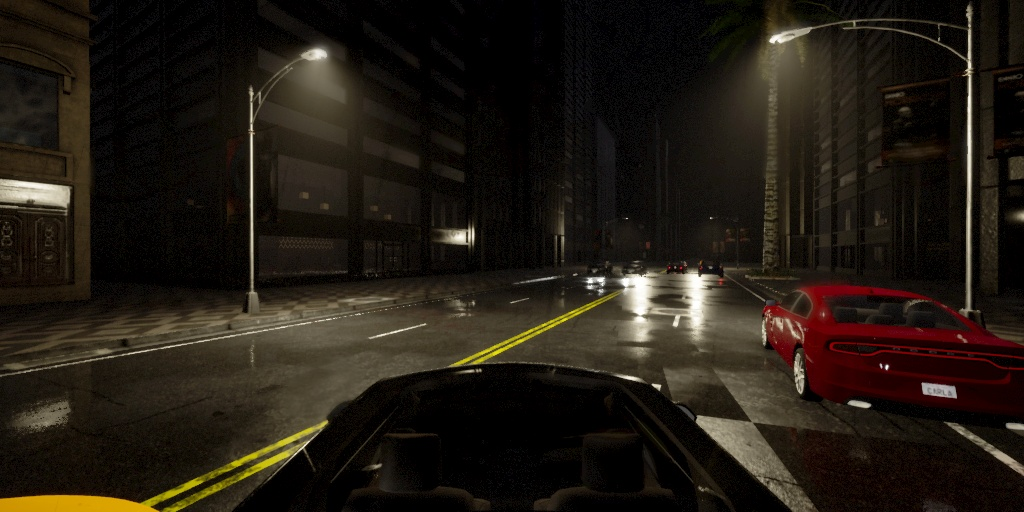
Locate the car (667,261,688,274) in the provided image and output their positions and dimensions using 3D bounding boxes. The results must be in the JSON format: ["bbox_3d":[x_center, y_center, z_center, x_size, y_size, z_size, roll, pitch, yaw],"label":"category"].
[{"bbox_3d":[18.673,1.317,40.771,2.033,1.411,5.357,0,0,27],"label":"car"}]

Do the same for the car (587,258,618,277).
[{"bbox_3d":[9.063,1.256,36.748,2.128,1.511,4.902,0,0,27],"label":"car"}]

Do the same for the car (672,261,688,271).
[{"bbox_3d":[23.566,1.381,50.266,1.895,1.301,4.718,0,0,27],"label":"car"}]

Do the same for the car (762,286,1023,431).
[{"bbox_3d":[5.517,1.228,5.880,1.882,1.535,5.008,0,0,27],"label":"car"}]

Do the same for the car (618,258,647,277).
[{"bbox_3d":[12.304,1.256,35.942,2.128,1.511,4.902,0,0,27],"label":"car"}]

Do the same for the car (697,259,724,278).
[{"bbox_3d":[19.310,1.118,34.948,2.097,1.767,4.553,0,0,27],"label":"car"}]
